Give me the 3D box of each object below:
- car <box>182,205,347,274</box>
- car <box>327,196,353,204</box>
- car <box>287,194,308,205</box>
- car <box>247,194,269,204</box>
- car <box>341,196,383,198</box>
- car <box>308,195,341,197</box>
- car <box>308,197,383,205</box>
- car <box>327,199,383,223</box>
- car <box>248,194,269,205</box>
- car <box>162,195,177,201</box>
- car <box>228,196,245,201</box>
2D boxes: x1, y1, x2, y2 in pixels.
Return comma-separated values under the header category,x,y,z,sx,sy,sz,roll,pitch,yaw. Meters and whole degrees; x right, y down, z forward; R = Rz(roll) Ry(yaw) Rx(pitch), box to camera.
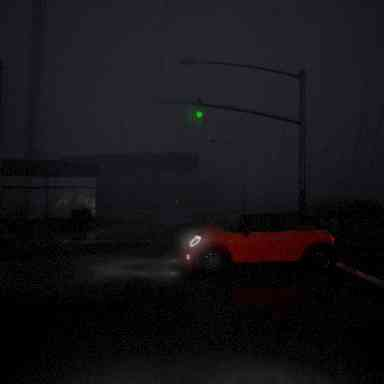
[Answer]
category,x,y,z,sx,sy,sz,roll,pitch,yaw
car,1.952,1.400,10.277,4.553,1.767,2.097,0,0,-1
car,30.787,1.628,69.282,4.514,1.523,2.007,0,0,-1
car,20.852,1.394,62.233,4.605,1.855,1.932,0,0,-1
car,12.949,1.390,65.433,3.866,1.878,1.905,0,0,-1
car,20.345,1.509,39.776,3.633,1.501,1.845,0,0,-1
car,20.277,1.535,49.768,4.514,1.523,2.007,0,0,-1
car,12.801,1.463,27.846,5.027,1.636,2.152,0,0,-1
car,12.888,1.457,24.710,4.514,1.523,2.007,0,0,-1
car,12.374,1.658,62.101,3.806,1.475,1.970,0,0,-1
car,-6.837,1.587,87.896,4.553,1.767,2.097,0,0,0
car,11.793,1.755,88.049,4.674,1.442,1.812,0,0,0
